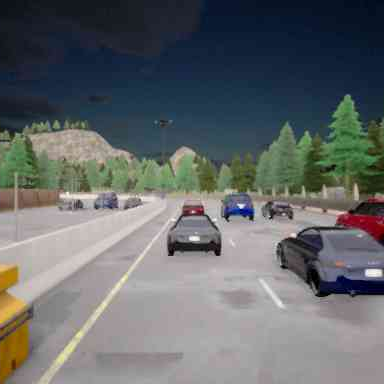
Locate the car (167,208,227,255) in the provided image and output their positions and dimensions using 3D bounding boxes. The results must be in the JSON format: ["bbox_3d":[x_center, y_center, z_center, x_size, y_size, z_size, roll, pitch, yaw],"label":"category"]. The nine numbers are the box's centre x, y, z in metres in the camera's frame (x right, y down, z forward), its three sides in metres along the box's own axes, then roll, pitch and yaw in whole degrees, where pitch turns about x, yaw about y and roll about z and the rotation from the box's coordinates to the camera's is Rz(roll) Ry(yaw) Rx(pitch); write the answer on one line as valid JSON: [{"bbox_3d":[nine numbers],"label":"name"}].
[{"bbox_3d":[0.088,1.545,13.290,1.994,1.385,4.181,0,0,0],"label":"car"}]

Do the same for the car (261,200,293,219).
[{"bbox_3d":[7.091,1.464,28.079,1.837,1.490,4.892,0,0,0],"label":"car"}]

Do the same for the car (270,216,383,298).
[{"bbox_3d":[3.568,1.551,8.514,1.994,1.385,4.181,0,0,0],"label":"car"}]

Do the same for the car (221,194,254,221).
[{"bbox_3d":[3.589,1.182,26.805,2.150,2.045,5.566,0,0,0],"label":"car"}]

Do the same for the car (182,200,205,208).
[{"bbox_3d":[0.093,1.435,29.389,1.882,1.535,5.008,0,0,0],"label":"car"}]

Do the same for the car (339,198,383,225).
[{"bbox_3d":[7.086,1.204,11.758,2.150,2.045,5.566,0,0,0],"label":"car"}]
